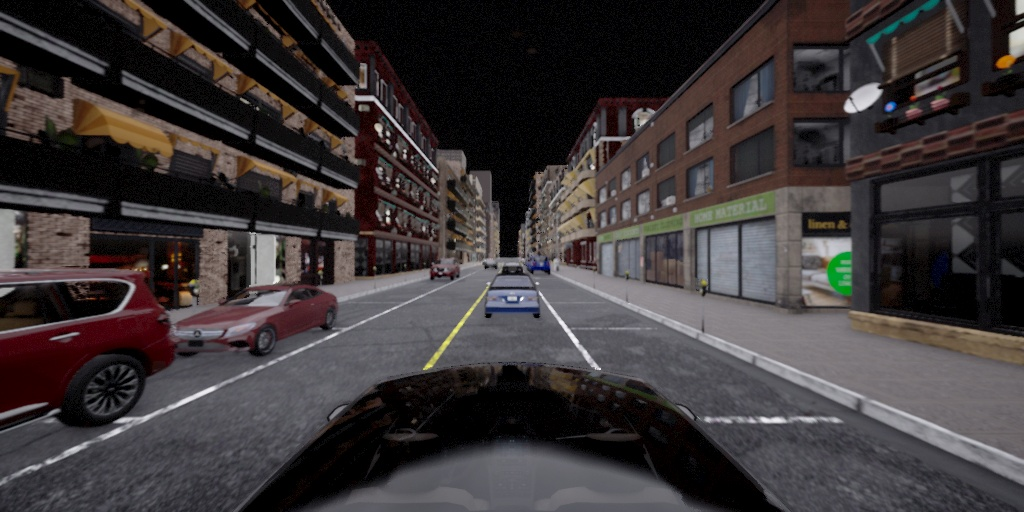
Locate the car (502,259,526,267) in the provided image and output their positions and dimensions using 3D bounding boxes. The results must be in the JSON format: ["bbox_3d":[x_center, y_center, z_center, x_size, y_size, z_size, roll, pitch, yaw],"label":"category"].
[{"bbox_3d":[0.051,1.241,33.456,1.882,1.535,5.008,0,0,0],"label":"car"}]

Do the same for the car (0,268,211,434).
[{"bbox_3d":[-5.693,1.065,2.920,2.192,1.841,5.009,0,0,0],"label":"car"}]

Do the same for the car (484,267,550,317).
[{"bbox_3d":[0.032,1.303,13.103,2.033,1.411,5.357,0,0,1],"label":"car"}]

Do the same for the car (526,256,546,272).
[{"bbox_3d":[3.068,0.996,47.132,2.150,2.045,5.566,0,0,0],"label":"car"}]

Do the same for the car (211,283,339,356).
[{"bbox_3d":[-5.698,1.335,8.557,1.802,1.307,4.207,0,0,0],"label":"car"}]

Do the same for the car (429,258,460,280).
[{"bbox_3d":[-5.716,1.077,31.102,2.192,1.841,5.009,0,0,0],"label":"car"}]

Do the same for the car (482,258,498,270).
[{"bbox_3d":[-3.125,1.247,53.448,1.882,1.535,5.008,0,0,0],"label":"car"}]

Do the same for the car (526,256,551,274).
[{"bbox_3d":[3.074,0.994,40.132,2.150,2.045,5.566,0,0,0],"label":"car"}]
